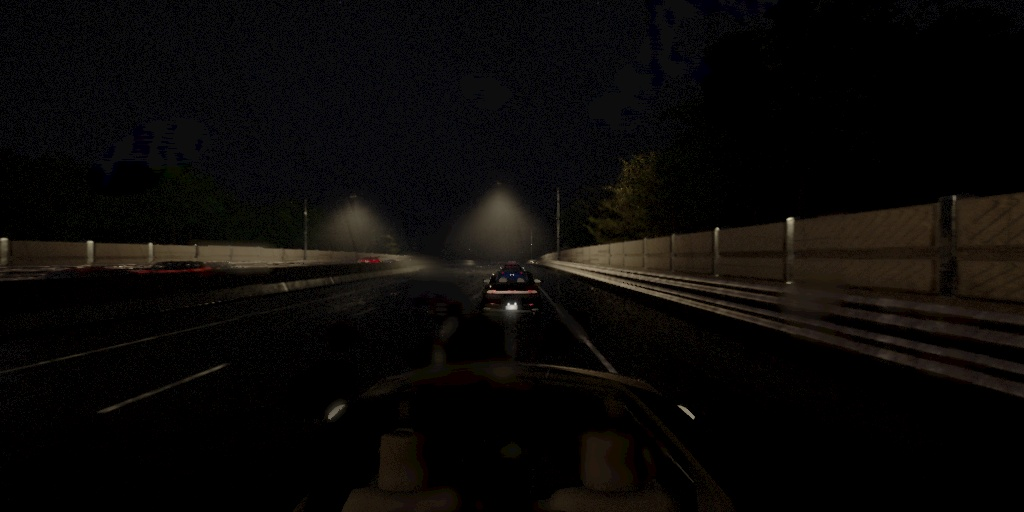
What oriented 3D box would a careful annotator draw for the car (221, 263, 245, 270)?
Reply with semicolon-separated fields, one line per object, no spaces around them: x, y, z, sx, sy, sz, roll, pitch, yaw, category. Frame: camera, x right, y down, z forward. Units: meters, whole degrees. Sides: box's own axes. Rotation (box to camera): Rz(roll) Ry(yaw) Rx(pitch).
-24.506;1.288;29.427;2.033;1.411;5.357;0;0;0;car

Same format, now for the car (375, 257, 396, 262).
-21.005;1.367;61.641;2.033;1.411;5.357;0;0;1;car

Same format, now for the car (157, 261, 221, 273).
-21.066;1.095;22.154;2.097;1.767;4.553;0;0;0;car

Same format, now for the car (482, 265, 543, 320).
0.002;1.245;12.571;2.128;1.511;4.902;0;0;0;car

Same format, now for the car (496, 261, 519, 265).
0.004;1.309;27.346;1.994;1.385;4.181;0;0;0;car

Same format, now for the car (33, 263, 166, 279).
-17.592;1.225;14.599;1.882;1.535;5.008;0;0;0;car
